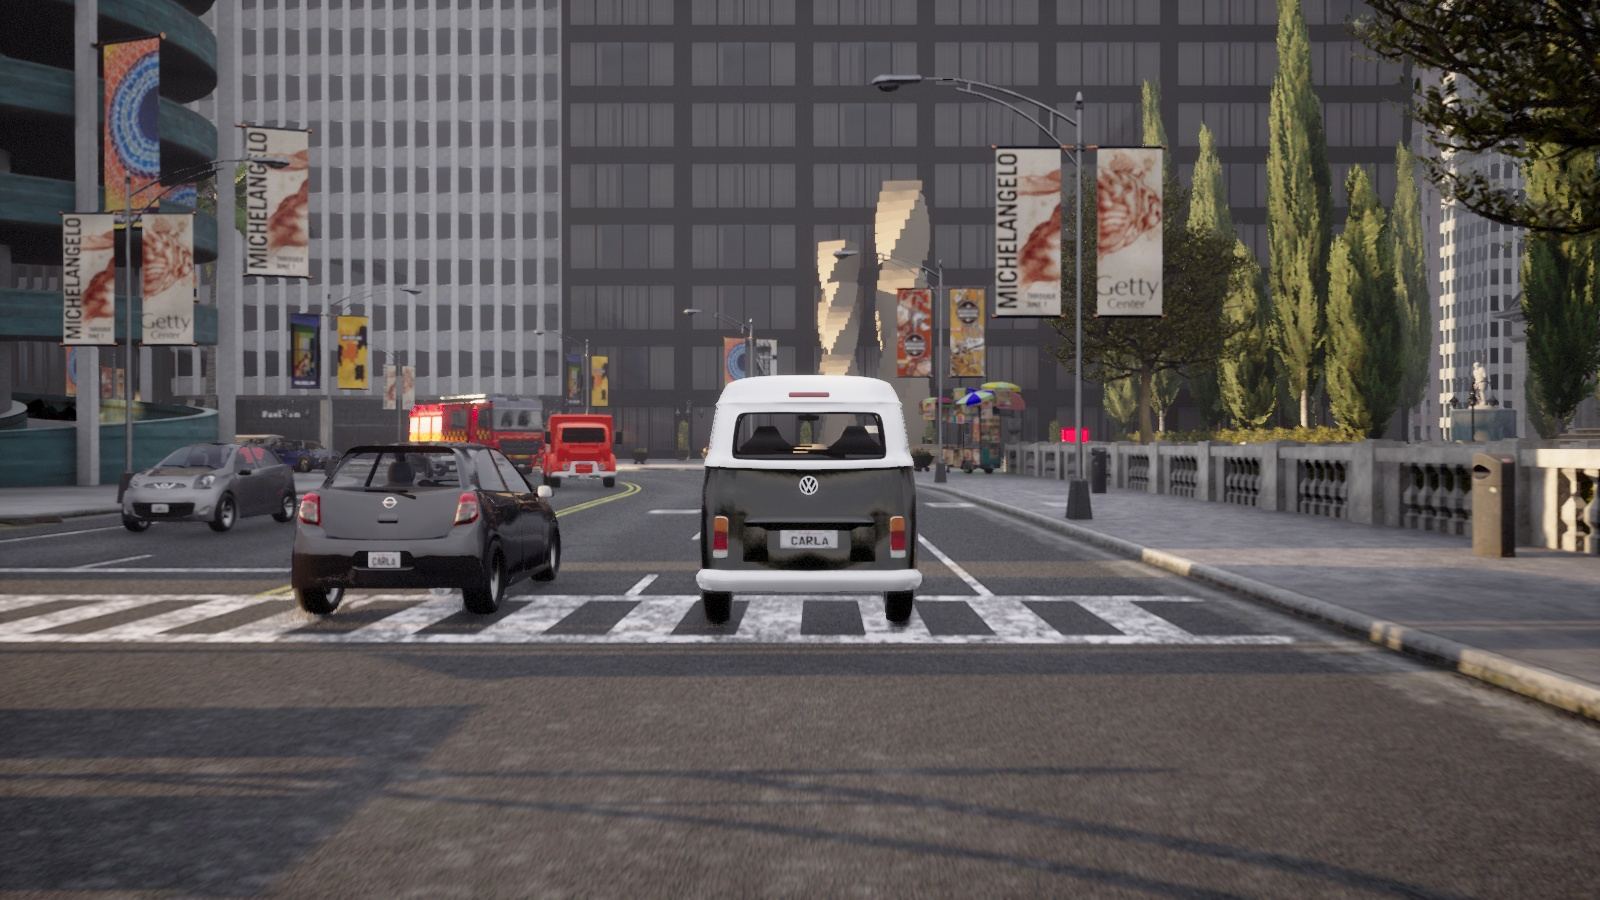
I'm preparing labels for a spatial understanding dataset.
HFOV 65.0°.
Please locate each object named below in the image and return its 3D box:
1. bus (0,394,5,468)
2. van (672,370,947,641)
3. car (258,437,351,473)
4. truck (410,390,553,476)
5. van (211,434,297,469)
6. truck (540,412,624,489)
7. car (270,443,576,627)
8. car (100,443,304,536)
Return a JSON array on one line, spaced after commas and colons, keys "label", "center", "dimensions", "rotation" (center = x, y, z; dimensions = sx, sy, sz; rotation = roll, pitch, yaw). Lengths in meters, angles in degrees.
[{"label": "bus", "center": [-50.801, -1.066, 70.184], "dimensions": [10.273, 4.253, 3.944], "rotation": [0, 0, 0]}, {"label": "van", "center": [0.081, 0.404, 11.685], "dimensions": [2.069, 2.038, 4.480], "rotation": [0, 0, 0]}, {"label": "car", "center": [-25.333, 0.223, 64.219], "dimensions": [4.553, 1.767, 2.097], "rotation": [0, 0, 32]}, {"label": "truck", "center": [-15.284, -0.767, 59.755], "dimensions": [2.891, 3.827, 8.468], "rotation": [0, 0, -43]}, {"label": "van", "center": [-30.919, 0.074, 71.082], "dimensions": [4.442, 1.987, 1.775], "rotation": [0, 0, 19]}, {"label": "truck", "center": [-7.555, 0.011, 43.099], "dimensions": [2.627, 2.467, 5.204], "rotation": [0, 0, -12]}, {"label": "car", "center": [-3.416, 0.689, 12.123], "dimensions": [1.845, 1.501, 3.633], "rotation": [0, 0, 0]}, {"label": "car", "center": [-10.365, 0.628, 22.080], "dimensions": [1.845, 1.501, 3.633], "rotation": [0, 0, 0]}]
